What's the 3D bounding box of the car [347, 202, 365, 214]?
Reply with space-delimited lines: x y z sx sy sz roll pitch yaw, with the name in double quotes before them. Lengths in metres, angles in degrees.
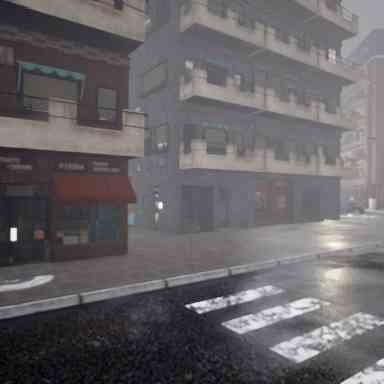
"car" 18.103 1.817 38.349 1.895 1.301 4.718 0 0 5
